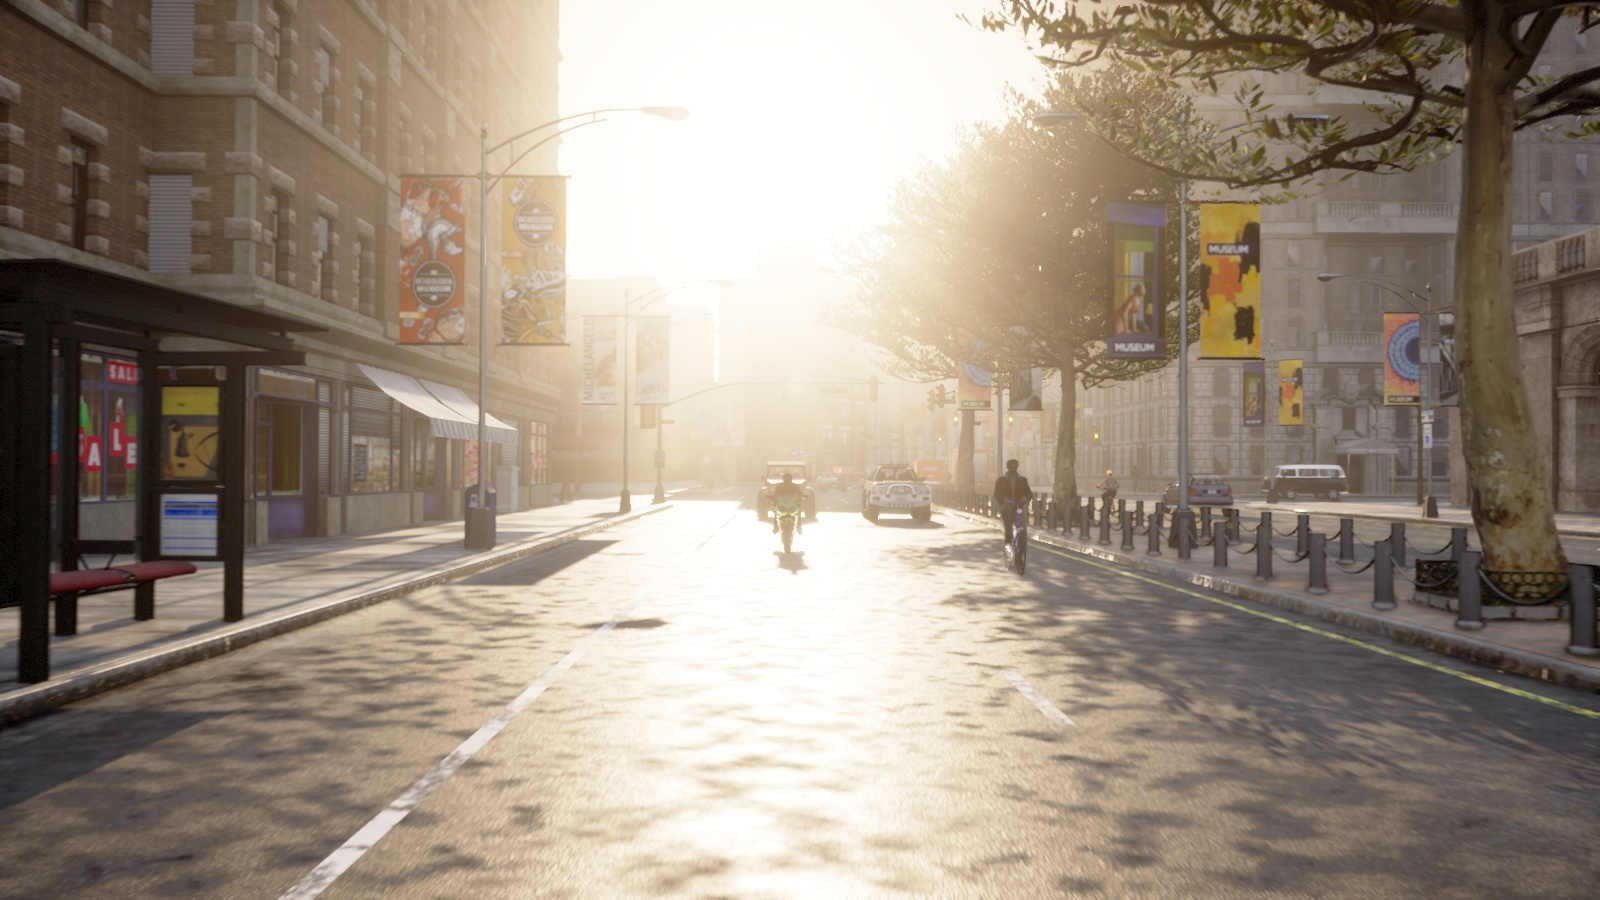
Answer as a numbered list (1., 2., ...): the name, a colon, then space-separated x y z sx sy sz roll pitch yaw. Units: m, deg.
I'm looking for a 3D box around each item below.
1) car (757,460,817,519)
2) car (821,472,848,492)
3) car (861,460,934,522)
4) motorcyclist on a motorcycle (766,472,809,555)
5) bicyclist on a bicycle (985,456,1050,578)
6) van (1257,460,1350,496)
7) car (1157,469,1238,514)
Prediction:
1. car: -0.438 1.304 42.115 1.905 1.878 3.866 0 -1 -1
2. car: 2.551 2.364 94.010 1.816 1.474 4.193 0 -1 0
3. car: 3.080 1.283 40.373 1.932 1.855 4.605 0 -1 -1
4. motorcyclist on a motorcycle: -0.225 1.197 24.303 0.797 1.523 2.044 0 -1 0
5. bicyclist on a bicycle: 3.307 0.989 19.263 0.659 1.776 1.843 0 -1 0
6. van: 28.802 1.610 71.910 4.480 2.038 2.069 0 -1 -2
7. car: 14.509 1.492 46.040 1.789 1.549 3.705 0 -1 0
